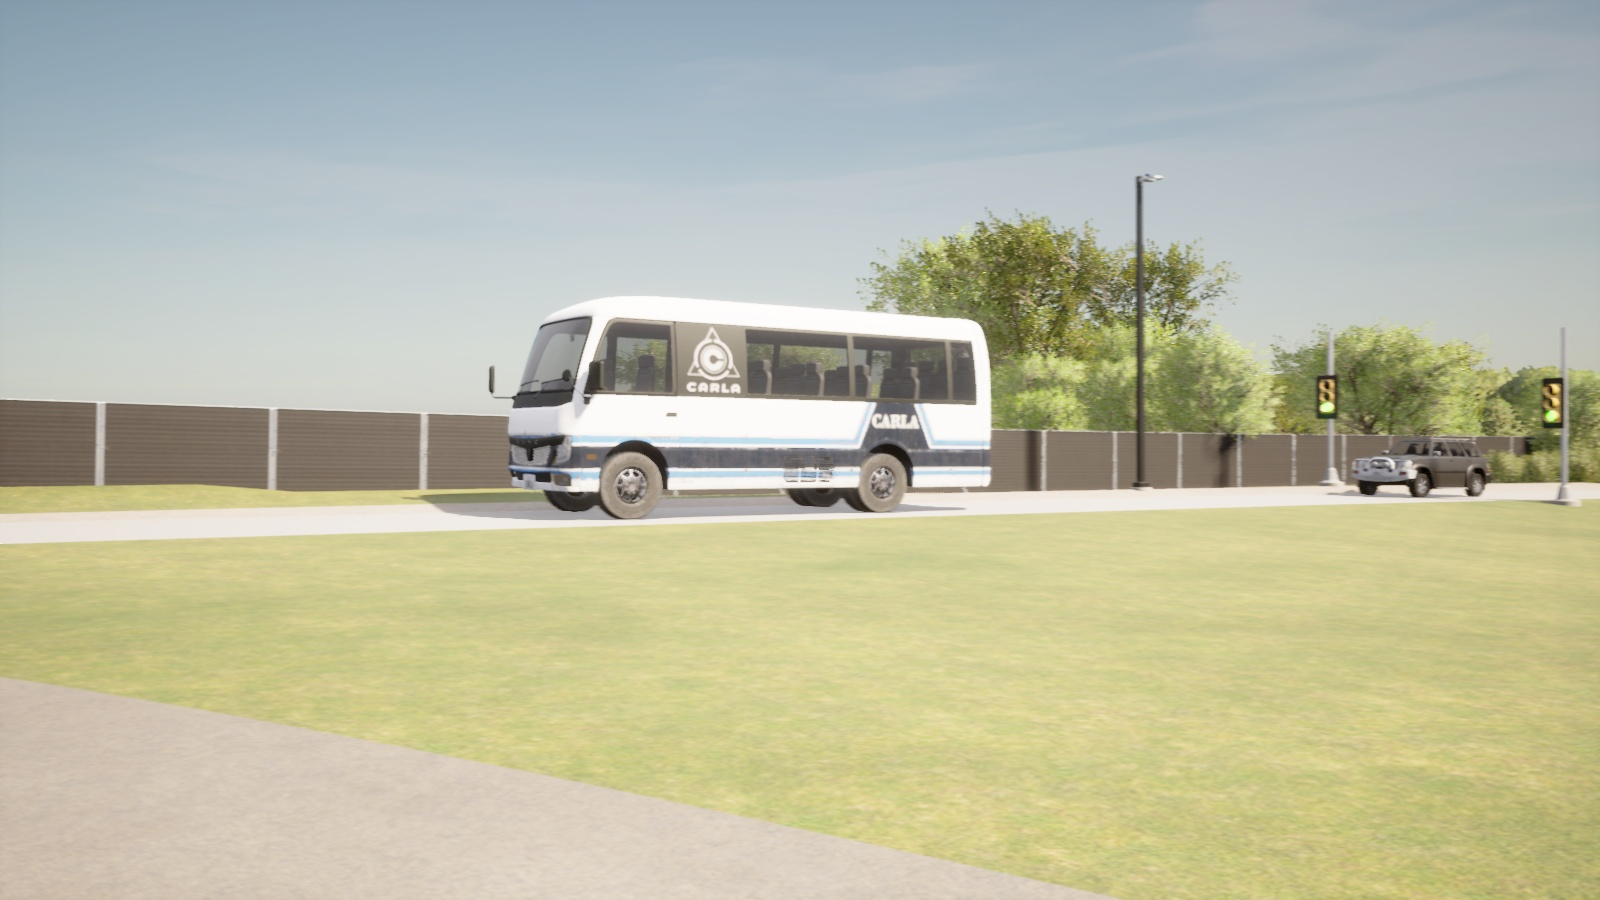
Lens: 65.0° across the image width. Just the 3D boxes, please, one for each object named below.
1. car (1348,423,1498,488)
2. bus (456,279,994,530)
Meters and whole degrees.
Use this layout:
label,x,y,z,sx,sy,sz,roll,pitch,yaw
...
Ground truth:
label,x,y,z,sx,sy,sz,roll,pitch,yaw
car,18.952,0.147,38.155,4.605,1.855,1.932,0,0,-32
bus,-1.314,-0.821,25.635,10.273,4.253,3.944,-1,0,-32
